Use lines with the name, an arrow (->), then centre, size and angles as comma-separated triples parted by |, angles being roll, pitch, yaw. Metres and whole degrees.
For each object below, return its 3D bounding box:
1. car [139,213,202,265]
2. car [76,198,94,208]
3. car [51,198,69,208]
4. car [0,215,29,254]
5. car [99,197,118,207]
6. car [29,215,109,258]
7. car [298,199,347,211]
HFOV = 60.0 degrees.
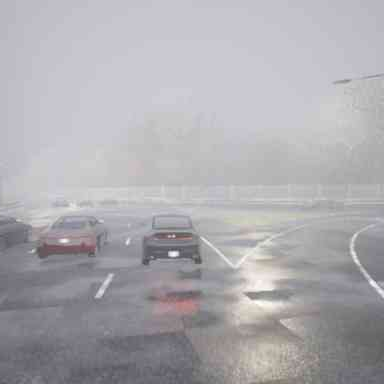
car -> -0.787, 1.508, 11.819 | 1.837, 1.490, 4.892 | 0, 0, -6
car -> -16.169, 1.584, 50.330 | 1.812, 1.442, 4.674 | 0, 0, -30
car -> -19.379, 1.634, 48.895 | 1.994, 1.385, 4.181 | 0, 0, -30
car -> -8.034, 1.593, 13.404 | 1.994, 1.385, 4.181 | 0, 0, -7
car -> -13.076, 1.524, 51.967 | 1.882, 1.535, 5.008 | 0, 0, -30
car -> -4.460, 1.580, 12.956 | 1.994, 1.385, 4.181 | 0, 0, -7
car -> 15.562, 1.558, 39.925 | 5.357, 1.411, 2.033 | 0, 0, 6
